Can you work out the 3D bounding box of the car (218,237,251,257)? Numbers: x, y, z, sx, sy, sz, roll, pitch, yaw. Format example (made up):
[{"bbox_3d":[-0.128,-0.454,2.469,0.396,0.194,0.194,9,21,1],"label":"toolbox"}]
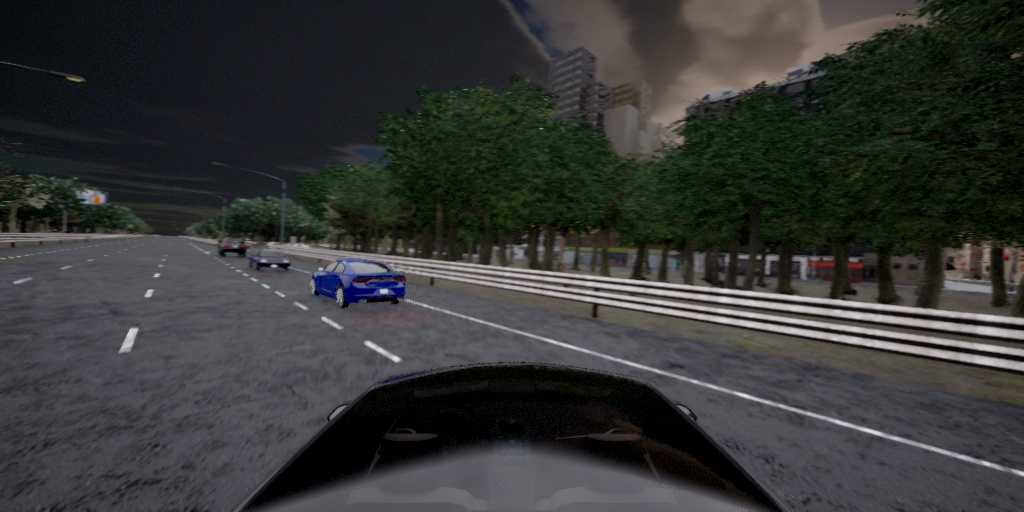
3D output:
[{"bbox_3d":[-31.038,-1.028,39.819,2.150,2.045,5.566,3,1,-43],"label":"car"}]

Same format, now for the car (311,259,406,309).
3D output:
[{"bbox_3d":[-5.591,0.838,12.757,1.882,1.535,5.008,3,0,-43],"label":"car"}]

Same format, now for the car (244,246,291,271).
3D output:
[{"bbox_3d":[-16.682,0.252,24.538,1.895,1.301,4.718,3,1,-43],"label":"car"}]
